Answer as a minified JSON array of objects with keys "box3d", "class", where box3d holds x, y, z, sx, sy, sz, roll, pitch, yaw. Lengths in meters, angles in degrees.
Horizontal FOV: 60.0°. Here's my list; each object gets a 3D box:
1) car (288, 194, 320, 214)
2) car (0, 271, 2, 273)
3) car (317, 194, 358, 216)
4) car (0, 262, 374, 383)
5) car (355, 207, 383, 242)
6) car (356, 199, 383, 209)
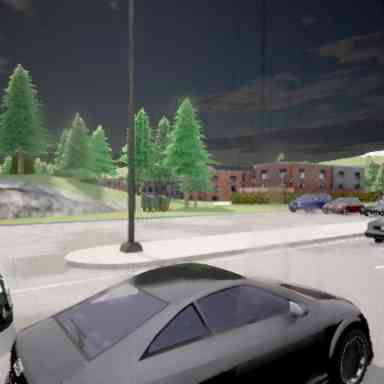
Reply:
[{"box3d":[12.701,1.190,35.334,5.566,2.045,2.150,1,0,-34],"class":"car"},{"box3d":[-4.948,1.347,4.375,4.553,1.767,2.097,0,0,-37],"class":"car"},{"box3d":[14.824,1.319,32.548,4.553,1.767,2.097,0,0,-35],"class":"car"},{"box3d":[0.242,1.560,3.828,4.181,1.385,1.994,0,0,-36],"class":"car"},{"box3d":[9.863,1.533,14.904,5.357,1.411,2.033,0,0,-35],"class":"car"},{"box3d":[17.473,1.519,30.118,5.357,1.411,2.033,0,0,-35],"class":"car"}]
